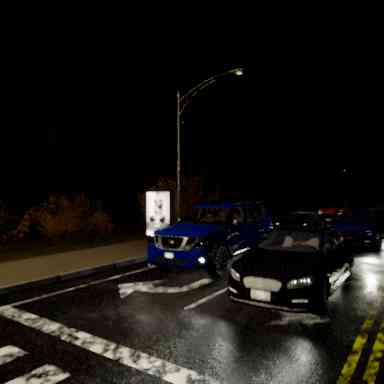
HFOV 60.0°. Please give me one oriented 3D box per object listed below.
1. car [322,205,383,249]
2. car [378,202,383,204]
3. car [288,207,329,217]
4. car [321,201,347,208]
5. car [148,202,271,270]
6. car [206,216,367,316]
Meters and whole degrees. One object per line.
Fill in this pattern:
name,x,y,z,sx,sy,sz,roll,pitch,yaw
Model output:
car,7.809,1.604,15.616,1.882,1.535,5.008,-1,-1,34
car,18.813,1.759,32.433,1.812,1.442,4.674,-1,-1,31
car,6.419,1.797,19.377,1.895,1.301,4.718,-1,-1,34
car,11.988,1.599,27.872,2.097,1.767,4.553,-1,-1,33
car,0.937,1.375,11.296,2.150,2.045,5.566,-1,-1,35
car,2.581,1.578,7.940,2.128,1.511,4.902,-1,-1,34
